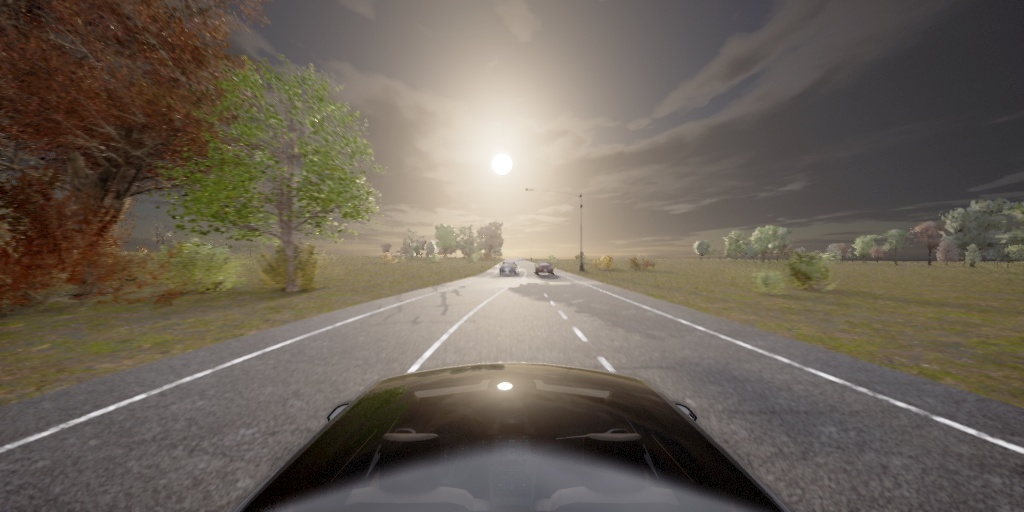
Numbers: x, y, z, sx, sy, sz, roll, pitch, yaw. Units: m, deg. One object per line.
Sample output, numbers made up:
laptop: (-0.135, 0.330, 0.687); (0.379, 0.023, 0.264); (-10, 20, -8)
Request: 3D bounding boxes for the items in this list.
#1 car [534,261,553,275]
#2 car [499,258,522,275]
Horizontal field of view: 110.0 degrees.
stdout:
car: (3.430, 1.295, 39.054); (1.812, 1.442, 4.674); (0, 0, 0)
car: (-0.354, 1.267, 39.551); (2.128, 1.511, 4.902); (0, 0, 3)
